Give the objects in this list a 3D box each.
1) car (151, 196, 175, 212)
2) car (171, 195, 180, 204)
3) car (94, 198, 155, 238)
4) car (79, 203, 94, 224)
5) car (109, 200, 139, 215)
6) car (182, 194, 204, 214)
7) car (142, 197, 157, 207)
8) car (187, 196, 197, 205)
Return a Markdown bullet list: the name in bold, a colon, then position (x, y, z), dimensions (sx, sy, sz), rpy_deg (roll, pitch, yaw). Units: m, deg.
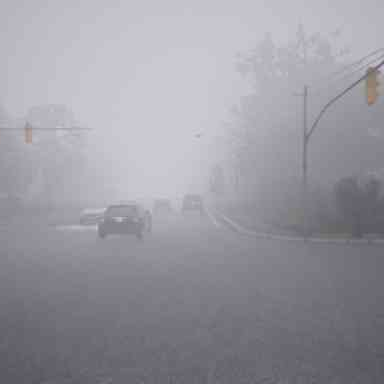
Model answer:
- **car**: position (-3.406, 1.534, 38.980), dimensions (1.837, 1.490, 4.892), rpy_deg (0, 0, 0)
- **car**: position (-3.512, 1.403, 67.572), dimensions (2.097, 1.767, 4.553), rpy_deg (0, 0, 0)
- **car**: position (-3.404, 1.365, 17.712), dimensions (2.097, 1.767, 4.553), rpy_deg (0, 0, 0)
- **car**: position (-7.090, 1.545, 25.408), dimensions (1.812, 1.442, 4.674), rpy_deg (0, 0, 0)
- **car**: position (-7.042, 1.574, 35.135), dimensions (2.033, 1.411, 5.357), rpy_deg (0, 0, 1)
- **car**: position (0.093, 1.248, 35.550), dimensions (2.150, 2.045, 5.566), rpy_deg (0, 0, 0)
- **car**: position (-7.010, 1.546, 54.870), dimensions (1.837, 1.490, 4.892), rpy_deg (0, 0, 0)
- **car**: position (0.033, 1.522, 60.012), dimensions (1.882, 1.535, 5.008), rpy_deg (0, 0, 1)
